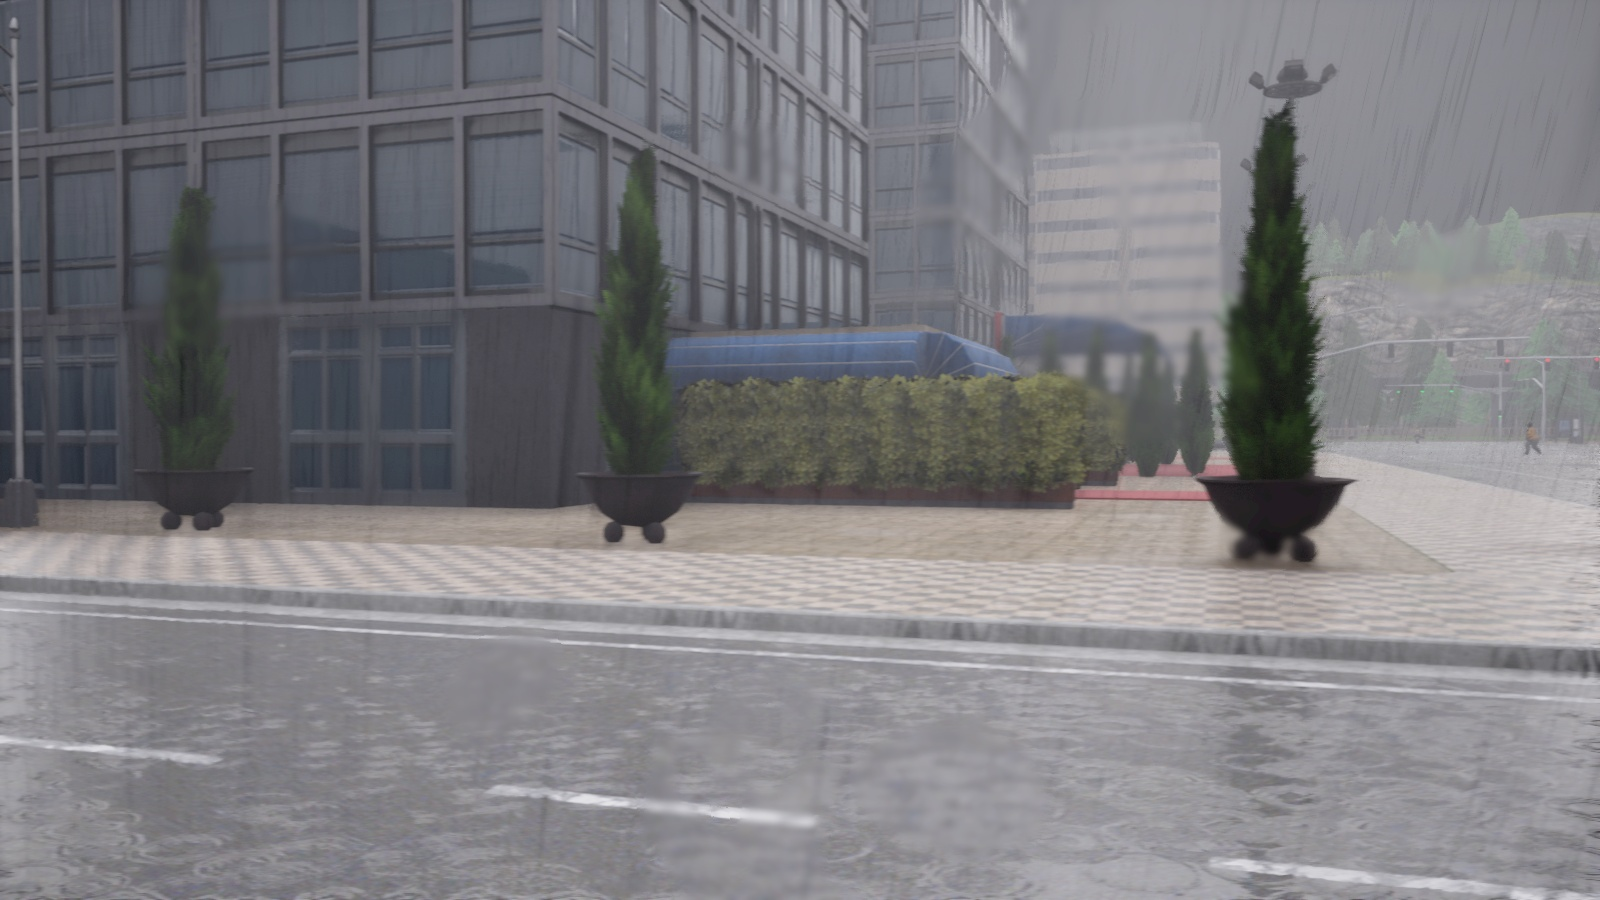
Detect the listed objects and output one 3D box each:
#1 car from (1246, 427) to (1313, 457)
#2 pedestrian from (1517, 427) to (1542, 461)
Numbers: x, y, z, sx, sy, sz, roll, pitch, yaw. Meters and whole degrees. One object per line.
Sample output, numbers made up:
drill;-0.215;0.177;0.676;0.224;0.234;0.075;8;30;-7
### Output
car;30.167;-0.526;79.137;3.866;1.878;1.905;1;1;19
pedestrian;40.217;-0.342;69.197;0.900;1.855;0.874;0;1;7
